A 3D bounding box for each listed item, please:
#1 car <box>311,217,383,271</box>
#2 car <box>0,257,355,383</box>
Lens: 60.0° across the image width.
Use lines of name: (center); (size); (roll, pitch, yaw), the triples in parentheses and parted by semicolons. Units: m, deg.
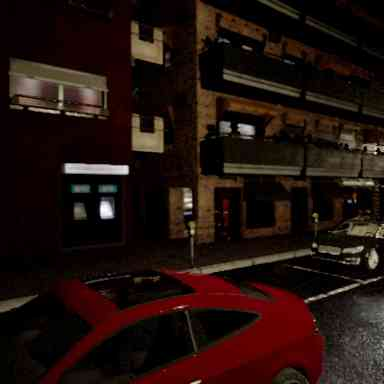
car: (5.581, 1.495, 10.555); (4.403, 1.369, 2.008); (0, 0, -36)
car: (-0.750, 1.521, 2.850); (4.674, 1.442, 1.812); (0, 0, -35)
